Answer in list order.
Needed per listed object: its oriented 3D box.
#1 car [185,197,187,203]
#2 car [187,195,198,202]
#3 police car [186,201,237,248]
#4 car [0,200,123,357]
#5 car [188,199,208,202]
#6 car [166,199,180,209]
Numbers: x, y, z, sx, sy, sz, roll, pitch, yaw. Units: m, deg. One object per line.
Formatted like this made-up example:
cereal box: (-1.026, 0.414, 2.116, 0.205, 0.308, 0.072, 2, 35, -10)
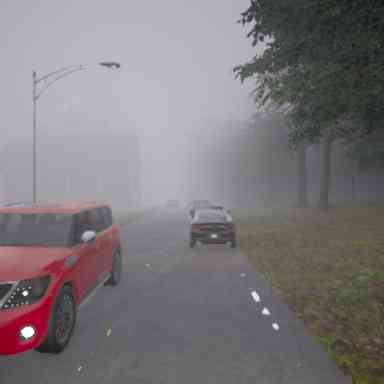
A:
car: (0.013, 1.830, 49.410, 2.033, 1.411, 5.357, 0, -1, 0)
car: (0.832, 1.463, 30.893, 2.097, 1.767, 4.553, 0, 0, 0)
police car: (0.829, 1.444, 15.027, 1.930, 1.638, 5.238, 0, 0, 0)
car: (-2.850, 1.223, 6.461, 2.150, 2.045, 5.566, 0, 0, 0)
car: (0.831, 1.545, 24.920, 1.882, 1.535, 5.008, 0, 0, 0)
car: (-2.808, 1.798, 50.298, 1.837, 1.490, 4.892, 0, -1, 0)
